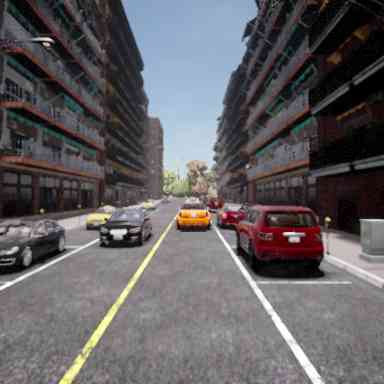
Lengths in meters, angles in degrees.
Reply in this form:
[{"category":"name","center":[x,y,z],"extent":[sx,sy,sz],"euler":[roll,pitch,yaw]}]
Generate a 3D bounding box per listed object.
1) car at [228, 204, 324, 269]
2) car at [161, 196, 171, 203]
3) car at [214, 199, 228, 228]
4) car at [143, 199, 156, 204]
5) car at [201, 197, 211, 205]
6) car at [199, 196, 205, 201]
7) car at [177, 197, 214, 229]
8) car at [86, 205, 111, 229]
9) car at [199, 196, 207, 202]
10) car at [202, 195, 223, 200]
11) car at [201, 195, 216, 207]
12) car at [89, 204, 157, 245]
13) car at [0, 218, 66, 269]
[{"category":"car","center":[2.704,1.349,11.181],"extent":[2.192,1.841,5.009],"euler":[1,0,0]},{"category":"car","center":[-5.694,1.667,72.461],"extent":[1.967,1.590,4.097],"euler":[1,0,0]},{"category":"car","center":[2.702,1.508,22.316],"extent":[1.967,1.590,4.097],"euler":[1,0,0]},{"category":"car","center":[-5.678,1.662,44.451],"extent":[1.752,1.417,4.829],"euler":[1,0,0]},{"category":"car","center":[2.712,1.735,67.030],"extent":[1.752,1.417,4.829],"euler":[1,0,0]},{"category":"car","center":[2.842,1.827,94.870],"extent":[1.752,1.417,4.829],"euler":[1,0,0]},{"category":"car","center":[0.102,1.419,22.106],"extent":[2.097,1.767,4.553],"euler":[0,0,0]},{"category":"car","center":[-5.679,1.593,22.180],"extent":[1.752,1.417,4.829],"euler":[1,0,0]},{"category":"car","center":[2.775,1.832,84.205],"extent":[1.947,1.339,4.313],"euler":[1,0,0]},{"category":"car","center":[2.705,1.435,39.021],"extent":[2.192,1.841,5.009],"euler":[1,0,0]},{"category":"car","center":[2.707,1.488,55.725],"extent":[2.192,1.841,5.009],"euler":[1,0,0]},{"category":"car","center":[-2.999,1.563,15.933],"extent":[2.128,1.511,4.902],"euler":[0,0,0]},{"category":"car","center":[-5.680,1.585,11.214],"extent":[2.008,1.369,4.403],"euler":[1,0,0]}]
